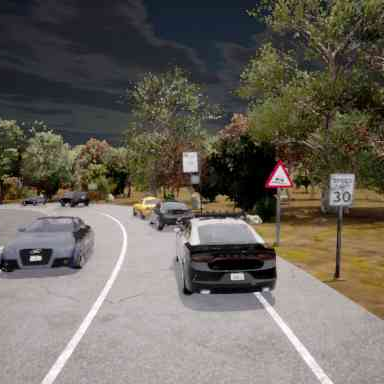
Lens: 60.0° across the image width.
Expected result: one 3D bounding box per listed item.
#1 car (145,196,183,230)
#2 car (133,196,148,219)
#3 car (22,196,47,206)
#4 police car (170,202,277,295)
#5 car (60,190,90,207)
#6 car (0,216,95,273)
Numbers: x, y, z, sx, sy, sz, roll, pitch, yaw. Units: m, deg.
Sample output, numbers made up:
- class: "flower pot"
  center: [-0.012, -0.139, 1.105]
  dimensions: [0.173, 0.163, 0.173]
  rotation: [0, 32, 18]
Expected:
- class: "car"
  center: [-1.263, 1.216, 18.854]
  dimensions: [1.837, 1.490, 4.892]
  rotation: [-2, 1, -15]
- class: "car"
  center: [-3.229, 1.077, 25.006]
  dimensions: [1.801, 1.575, 5.366]
  rotation: [-2, 1, -20]
- class: "car"
  center: [-25.160, 1.395, 53.035]
  dimensions: [4.902, 1.511, 2.128]
  rotation: [-2, 3, 34]
- class: "police car"
  center: [0.581, 1.309, 8.686]
  dimensions: [1.930, 1.638, 5.238]
  rotation: [-1, 1, -6]
- class: "car"
  center: [-15.431, 0.864, 43.647]
  dimensions: [2.150, 2.045, 5.566]
  rotation: [-5, 3, -41]
- class: "car"
  center: [-4.249, 1.468, 10.389]
  dimensions: [1.994, 1.385, 4.181]
  rotation: [-1, 1, -9]
